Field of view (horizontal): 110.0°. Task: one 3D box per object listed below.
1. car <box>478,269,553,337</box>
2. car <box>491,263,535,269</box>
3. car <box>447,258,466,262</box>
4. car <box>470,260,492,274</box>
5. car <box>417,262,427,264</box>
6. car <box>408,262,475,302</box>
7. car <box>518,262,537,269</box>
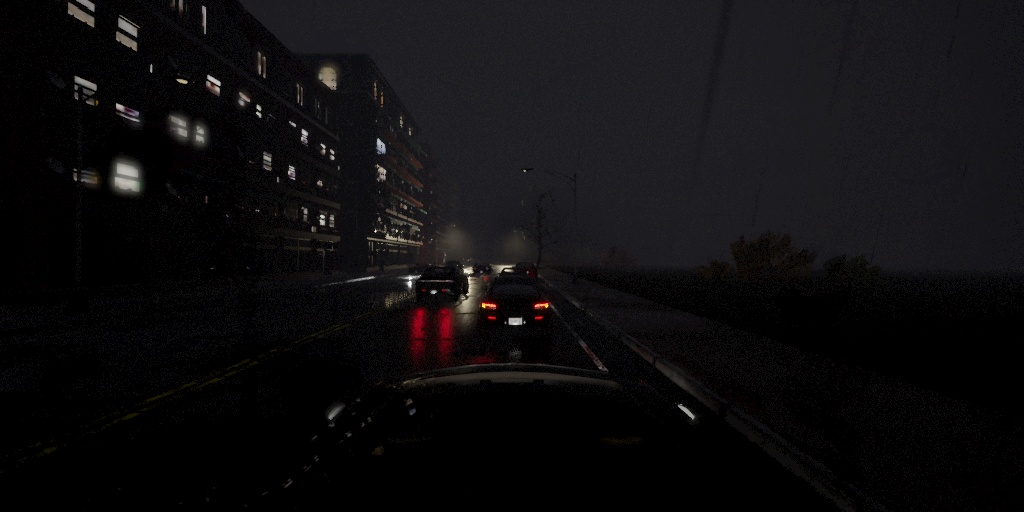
[{"bbox_3d":[0.071,1.277,10.224,1.812,1.442,4.674,0,0,0],"label":"car"},{"bbox_3d":[0.055,1.317,20.391,1.994,1.385,4.181,0,0,0],"label":"car"},{"bbox_3d":[-6.698,1.258,40.653,1.837,1.490,4.892,0,0,0],"label":"car"},{"bbox_3d":[-3.246,1.354,40.000,1.895,1.301,4.718,0,0,0],"label":"car"},{"bbox_3d":[-9.944,1.354,39.407,1.895,1.301,4.718,0,0,0],"label":"car"},{"bbox_3d":[-3.189,1.245,17.038,2.128,1.511,4.902,0,0,0],"label":"car"},{"bbox_3d":[1.068,1.232,29.919,1.882,1.535,5.008,0,0,0],"label":"car"}]
